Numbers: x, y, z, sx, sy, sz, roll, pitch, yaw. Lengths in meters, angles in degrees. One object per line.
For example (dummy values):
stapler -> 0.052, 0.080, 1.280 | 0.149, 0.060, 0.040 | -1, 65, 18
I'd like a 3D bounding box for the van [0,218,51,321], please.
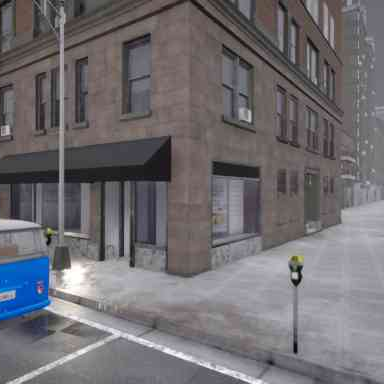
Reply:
van -> -4.322, 1.340, 6.104 | 3.998, 1.788, 1.690 | 0, 0, 35
